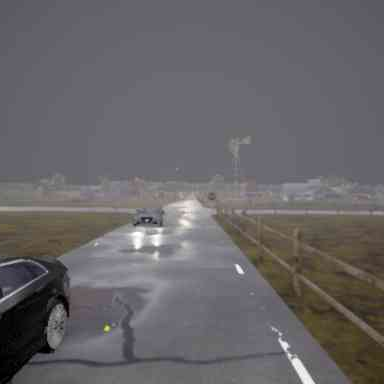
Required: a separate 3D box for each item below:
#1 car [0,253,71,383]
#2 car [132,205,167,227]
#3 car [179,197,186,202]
[{"bbox_3d":[-2.819,1.493,3.339,2.128,1.511,4.902,0,0,0],"label":"car"},{"bbox_3d":[-2.821,1.601,22.807,1.994,1.385,4.181,0,0,0],"label":"car"},{"bbox_3d":[-2.743,2.017,93.529,1.812,1.442,4.674,0,0,0],"label":"car"}]
